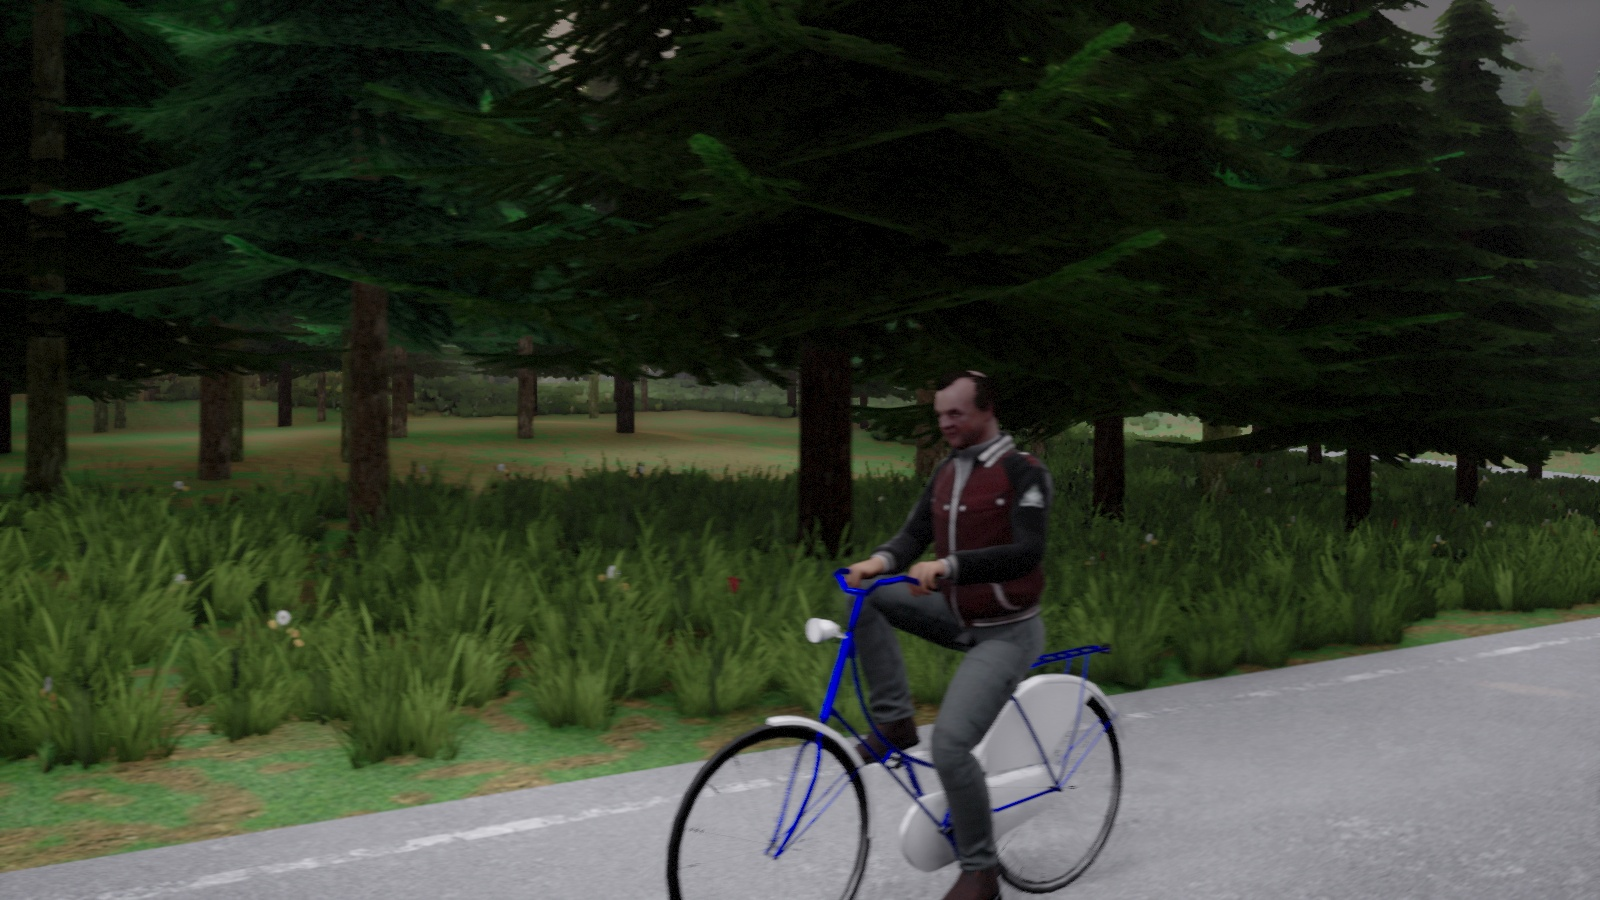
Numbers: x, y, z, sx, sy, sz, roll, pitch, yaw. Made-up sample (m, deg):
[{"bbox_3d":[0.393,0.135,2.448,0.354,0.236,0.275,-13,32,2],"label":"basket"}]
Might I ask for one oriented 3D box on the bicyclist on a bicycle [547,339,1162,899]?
[{"bbox_3d":[0.229,0.624,3.818,1.843,1.776,0.659,0,0,-35],"label":"bicyclist on a bicycle"}]
